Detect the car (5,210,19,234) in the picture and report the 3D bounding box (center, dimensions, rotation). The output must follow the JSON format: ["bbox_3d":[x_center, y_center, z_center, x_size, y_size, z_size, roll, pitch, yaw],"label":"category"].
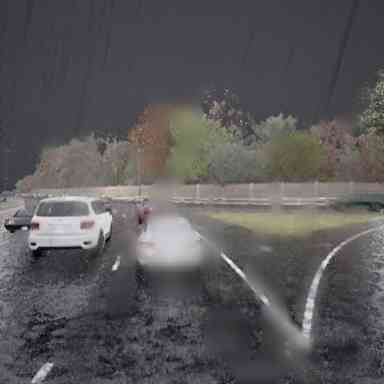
[{"bbox_3d":[-8.989,1.561,19.198,1.895,1.301,4.718,0,0,-11],"label":"car"}]

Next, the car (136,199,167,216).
[{"bbox_3d":[-2.980,1.272,24.331,2.097,1.767,4.553,0,0,-12],"label":"car"}]

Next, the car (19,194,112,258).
[{"bbox_3d":[-4.403,1.189,12.841,2.150,2.045,5.566,0,0,-8],"label":"car"}]

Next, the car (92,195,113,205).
[{"bbox_3d":[-14.814,1.340,54.777,2.128,1.511,4.902,0,0,-29],"label":"car"}]

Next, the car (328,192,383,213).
[{"bbox_3d":[17.034,1.019,34.311,5.566,2.045,2.150,0,0,9],"label":"car"}]

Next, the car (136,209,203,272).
[{"bbox_3d":[-0.748,1.489,10.632,1.812,1.442,4.674,0,0,-5],"label":"car"}]

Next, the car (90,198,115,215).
[{"bbox_3d":[-9.326,1.397,34.299,2.128,1.511,4.902,0,0,-19],"label":"car"}]
